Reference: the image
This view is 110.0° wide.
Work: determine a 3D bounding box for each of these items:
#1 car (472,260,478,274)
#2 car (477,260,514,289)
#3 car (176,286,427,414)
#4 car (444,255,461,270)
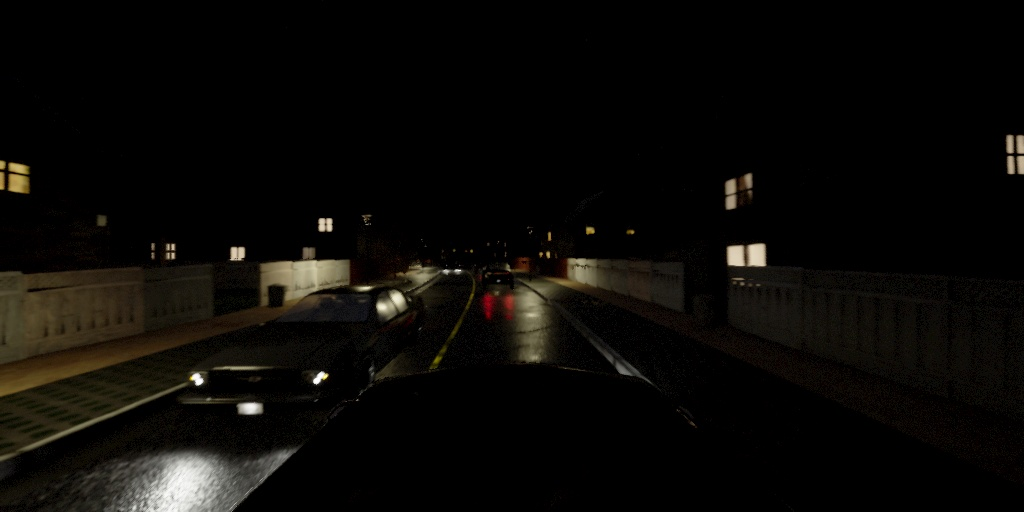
[{"bbox_3d":[-3.189,1.153,39.192,1.837,1.490,4.892,0,1,-9],"label":"car"},{"bbox_3d":[-0.943,1.162,22.259,2.128,1.511,4.902,0,0,-5],"label":"car"},{"bbox_3d":[-2.938,1.284,6.617,2.033,1.411,5.357,0,0,-1],"label":"car"},{"bbox_3d":[-8.680,0.866,51.874,2.150,2.045,5.566,0,0,-13],"label":"car"}]
